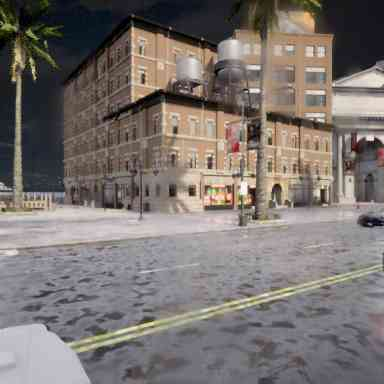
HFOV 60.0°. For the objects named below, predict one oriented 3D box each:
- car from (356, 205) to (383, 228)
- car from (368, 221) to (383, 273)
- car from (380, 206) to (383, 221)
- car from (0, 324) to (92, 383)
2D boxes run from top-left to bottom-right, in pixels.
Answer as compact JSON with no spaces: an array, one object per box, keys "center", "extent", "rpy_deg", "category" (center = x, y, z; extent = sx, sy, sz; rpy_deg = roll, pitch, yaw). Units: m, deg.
[{"center":[12.794,1.547,21.321],"extent":[5.357,1.411,2.033],"rpy_deg":[0,0,-34],"category":"car"},{"center":[6.661,1.505,8.355],"extent":[4.892,1.490,1.837],"rpy_deg":[0,0,-35],"category":"car"},{"center":[11.312,1.525,16.070],"extent":[4.674,1.442,1.812],"rpy_deg":[0,0,-34],"category":"car"},{"center":[-2.852,1.601,1.638],"extent":[4.718,1.301,1.895],"rpy_deg":[0,0,-36],"category":"car"}]
